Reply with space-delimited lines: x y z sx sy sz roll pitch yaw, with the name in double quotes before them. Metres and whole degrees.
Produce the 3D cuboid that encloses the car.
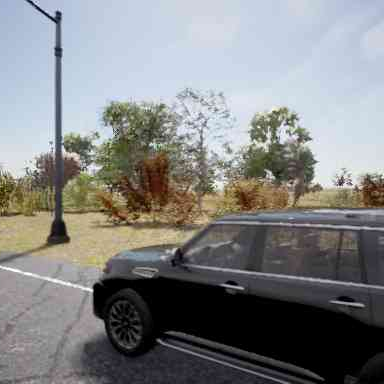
"car" 1.111 1.222 4.367 5.566 2.045 2.150 0 0 35
